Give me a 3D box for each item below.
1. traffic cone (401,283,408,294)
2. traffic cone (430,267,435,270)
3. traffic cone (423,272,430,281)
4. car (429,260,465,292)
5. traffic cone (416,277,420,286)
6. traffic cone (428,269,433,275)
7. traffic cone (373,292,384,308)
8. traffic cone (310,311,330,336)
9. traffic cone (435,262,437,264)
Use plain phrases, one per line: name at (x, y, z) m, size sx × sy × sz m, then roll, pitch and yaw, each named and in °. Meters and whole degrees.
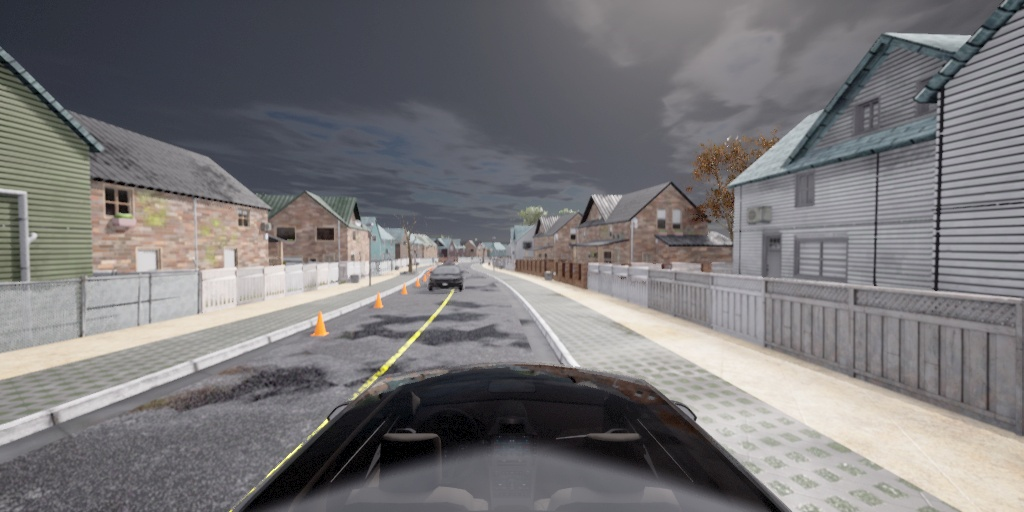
traffic cone at (-5.698, 1.713, 18.978) m, size 0.340 × 0.580 × 0.340 m, roll 0°, pitch 0°, yaw -6°
traffic cone at (-8.764, 1.733, 38.497) m, size 0.340 × 0.580 × 0.340 m, roll 0°, pitch 0°, yaw -12°
traffic cone at (-6.992, 1.722, 28.775) m, size 0.340 × 0.580 × 0.340 m, roll 0°, pitch 0°, yaw -9°
car at (-3.852, 1.231, 21.513) m, size 1.882 × 1.535 × 5.008 m, roll 0°, pitch 0°, yaw -7°
traffic cone at (-6.285, 1.717, 23.884) m, size 0.340 × 0.580 × 0.340 m, roll 0°, pitch 0°, yaw -7°
traffic cone at (-7.818, 1.727, 33.647) m, size 0.340 × 0.580 × 0.340 m, roll 0°, pitch 0°, yaw -10°
traffic cone at (-5.232, 1.710, 14.059) m, size 0.340 × 0.580 × 0.340 m, roll 0°, pitch 0°, yaw -5°
traffic cone at (-4.887, 1.708, 9.130) m, size 0.340 × 0.580 × 0.340 m, roll 0°, pitch 0°, yaw -3°
traffic cone at (-12.449, 1.741, 58.328) m, size 0.340 × 0.580 × 0.340 m, roll 0°, pitch 0°, yaw -8°
